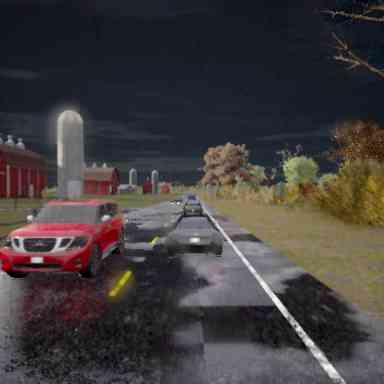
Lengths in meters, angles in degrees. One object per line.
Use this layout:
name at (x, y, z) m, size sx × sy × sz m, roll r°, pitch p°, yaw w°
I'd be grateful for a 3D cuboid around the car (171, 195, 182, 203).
car at (-3.519, 1.667, 73.137) m, size 1.994 × 1.385 × 4.181 m, roll 0°, pitch 0°, yaw 0°

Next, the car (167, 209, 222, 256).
car at (0.095, 1.586, 13.170) m, size 1.994 × 1.385 × 4.181 m, roll 0°, pitch 0°, yaw 0°

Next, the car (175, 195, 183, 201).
car at (-3.523, 1.628, 88.959) m, size 1.837 × 1.490 × 4.892 m, roll 0°, pitch 0°, yaw 0°

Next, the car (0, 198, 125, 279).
car at (-3.599, 1.240, 10.492) m, size 2.150 × 2.045 × 5.566 m, roll 0°, pitch 0°, yaw 0°

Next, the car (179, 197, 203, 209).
car at (0.090, 1.546, 33.738) m, size 2.128 × 1.511 × 4.902 m, roll 0°, pitch 0°, yaw 0°

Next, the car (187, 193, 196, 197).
car at (-0.023, 1.355, 89.365) m, size 2.150 × 2.045 × 5.566 m, roll 0°, pitch 0°, yaw 0°
